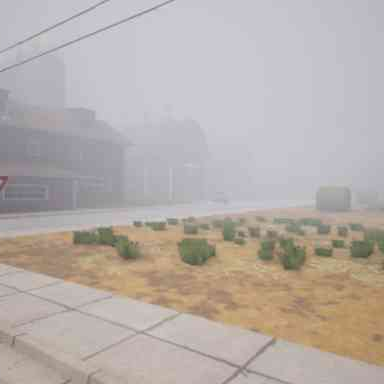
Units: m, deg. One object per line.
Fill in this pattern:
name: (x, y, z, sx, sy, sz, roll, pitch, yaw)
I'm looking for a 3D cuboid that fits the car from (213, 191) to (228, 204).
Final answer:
car: (4.718, 0.917, 54.818, 1.905, 1.878, 3.866, 6, 1, -8)
